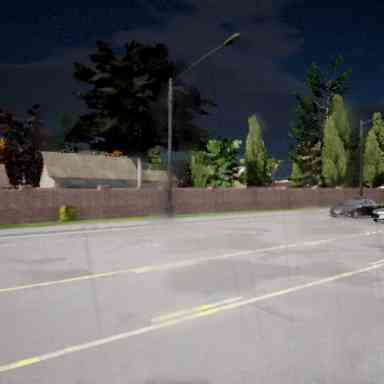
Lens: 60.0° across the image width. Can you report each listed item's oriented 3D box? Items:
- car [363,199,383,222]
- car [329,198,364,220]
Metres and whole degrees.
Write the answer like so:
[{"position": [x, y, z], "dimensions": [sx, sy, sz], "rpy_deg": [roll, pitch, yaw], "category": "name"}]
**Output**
[{"position": [14.028, 1.267, 22.391], "dimensions": [4.902, 1.511, 2.128], "rpy_deg": [-1, 0, -35], "category": "car"}, {"position": [12.587, 1.264, 25.655], "dimensions": [4.892, 1.490, 1.837], "rpy_deg": [-1, 1, -35], "category": "car"}]
